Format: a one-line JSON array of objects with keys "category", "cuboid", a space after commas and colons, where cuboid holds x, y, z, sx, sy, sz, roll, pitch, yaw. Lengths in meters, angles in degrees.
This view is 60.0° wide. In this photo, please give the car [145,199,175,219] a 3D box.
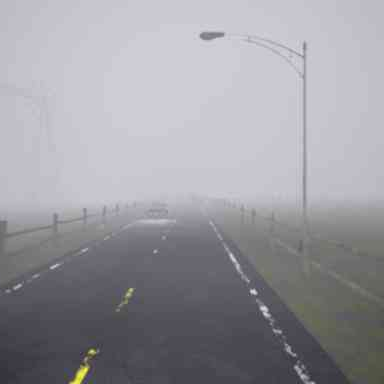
[{"category": "car", "cuboid": [-2.842, 1.537, 28.569, 1.994, 1.385, 4.181, 0, 0, 0]}]

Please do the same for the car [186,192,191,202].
[{"category": "car", "cuboid": [0.009, 1.044, 71.627, 2.150, 2.045, 5.566, 0, 0, 0]}]

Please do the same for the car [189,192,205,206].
[{"category": "car", "cuboid": [0.969, 1.320, 52.646, 2.097, 1.767, 4.553, 0, 0, 0]}]

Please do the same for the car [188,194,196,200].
[{"category": "car", "cuboid": [0.012, 1.360, 86.299, 1.812, 1.442, 4.674, 0, 0, 0]}]

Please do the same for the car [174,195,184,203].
[{"category": "car", "cuboid": [-2.741, 1.460, 70.089, 1.812, 1.442, 4.674, 0, 0, 0]}]
